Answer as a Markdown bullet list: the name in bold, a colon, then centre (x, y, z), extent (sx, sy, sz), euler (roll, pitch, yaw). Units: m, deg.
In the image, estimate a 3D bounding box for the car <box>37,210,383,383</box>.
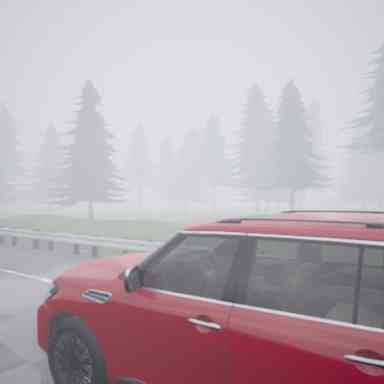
- **car**: centre (0.776, 1.216, 3.351), extent (5.566, 2.045, 2.150), euler (0, 0, 35)
